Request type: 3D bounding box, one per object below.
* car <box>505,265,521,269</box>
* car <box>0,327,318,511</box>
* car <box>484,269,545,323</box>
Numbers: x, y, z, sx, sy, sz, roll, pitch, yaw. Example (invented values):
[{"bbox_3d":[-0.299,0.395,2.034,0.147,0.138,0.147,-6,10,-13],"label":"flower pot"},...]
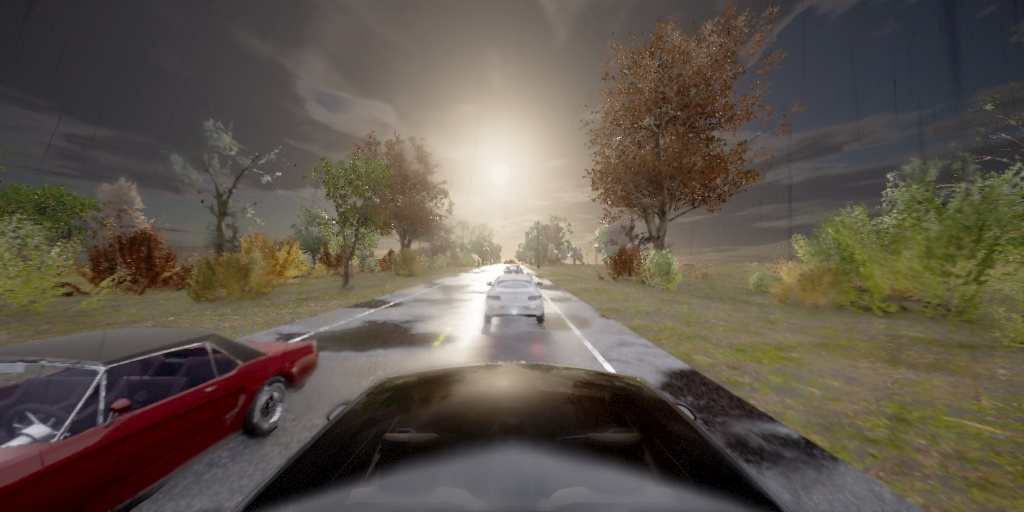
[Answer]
[{"bbox_3d":[0.095,1.508,32.444,2.033,1.411,5.357,0,0,0],"label":"car"},{"bbox_3d":[-3.592,1.356,2.687,1.895,1.301,4.718,0,0,0],"label":"car"},{"bbox_3d":[0.082,1.338,12.358,1.812,1.442,4.674,0,0,0],"label":"car"}]
